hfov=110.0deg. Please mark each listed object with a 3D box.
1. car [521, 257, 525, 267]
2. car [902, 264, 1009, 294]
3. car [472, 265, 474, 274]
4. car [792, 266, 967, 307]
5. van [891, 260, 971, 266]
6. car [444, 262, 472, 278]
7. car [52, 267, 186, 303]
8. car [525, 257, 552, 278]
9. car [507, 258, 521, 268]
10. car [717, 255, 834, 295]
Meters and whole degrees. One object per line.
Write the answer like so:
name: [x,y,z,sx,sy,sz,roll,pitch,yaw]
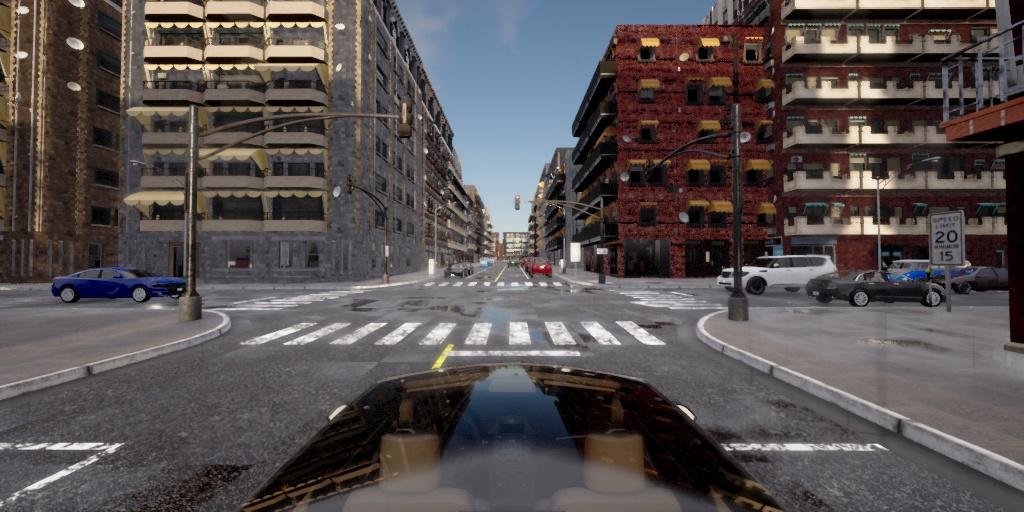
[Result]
car: [2.662,1.086,45.093,2.192,1.841,5.009,0,0,0]
car: [24.562,1.271,19.028,5.357,1.411,2.033,0,-1,0]
car: [-5.231,1.331,39.503,1.948,1.339,4.313,0,0,0]
car: [13.771,1.186,13.652,4.403,1.370,2.007,0,0,0]
van: [24.946,1.115,21.479,3.998,1.789,1.690,0,0,0]
car: [-5.243,1.328,33.942,1.948,1.339,4.313,0,0,0]
car: [-17.582,1.254,16.284,5.008,1.535,1.882,0,-1,0]
car: [2.638,1.077,33.970,2.192,1.841,5.009,0,0,0]
car: [0.235,1.180,64.488,2.097,1.767,4.553,0,0,0]
car: [14.066,0.970,19.088,5.566,2.045,2.150,0,-1,0]
